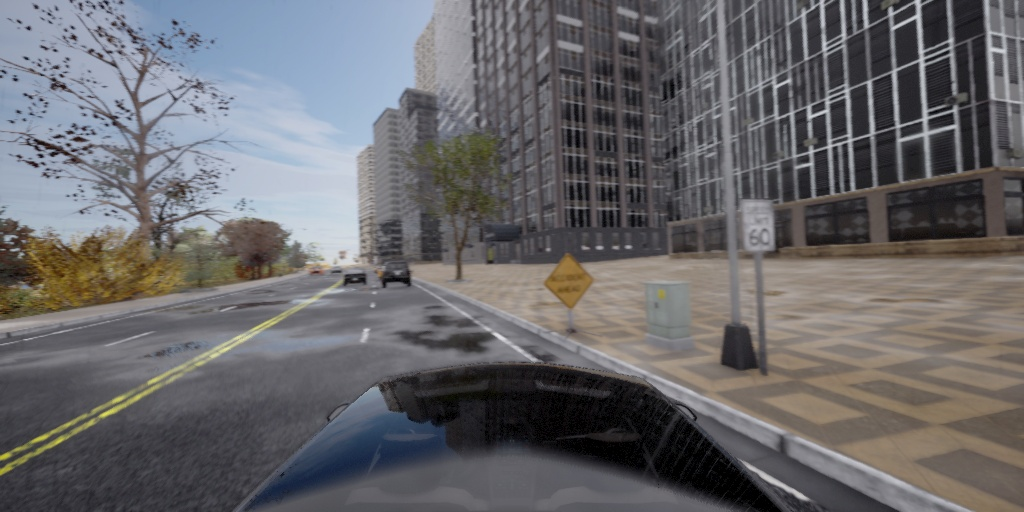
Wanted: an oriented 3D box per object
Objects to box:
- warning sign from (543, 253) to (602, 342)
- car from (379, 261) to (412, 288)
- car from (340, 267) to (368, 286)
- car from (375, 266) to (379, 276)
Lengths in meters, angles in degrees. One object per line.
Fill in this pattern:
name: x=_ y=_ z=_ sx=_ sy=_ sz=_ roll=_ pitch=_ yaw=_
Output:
warning sign: x=1.343 y=0.855 z=8.067 sx=1.300 sy=1.860 sz=1.060 roll=0 pitch=0 yaw=-19
car: x=-9.559 y=1.451 z=29.535 sx=2.150 sy=2.045 sz=5.566 roll=-2 pitch=0 yaw=-21
car: x=-14.461 y=1.893 z=33.276 sx=1.882 sy=1.535 sz=5.008 roll=-2 pitch=0 yaw=-21
car: x=-14.936 y=1.977 z=42.966 sx=1.882 sy=1.535 sz=5.008 roll=-2 pitch=-1 yaw=-23
